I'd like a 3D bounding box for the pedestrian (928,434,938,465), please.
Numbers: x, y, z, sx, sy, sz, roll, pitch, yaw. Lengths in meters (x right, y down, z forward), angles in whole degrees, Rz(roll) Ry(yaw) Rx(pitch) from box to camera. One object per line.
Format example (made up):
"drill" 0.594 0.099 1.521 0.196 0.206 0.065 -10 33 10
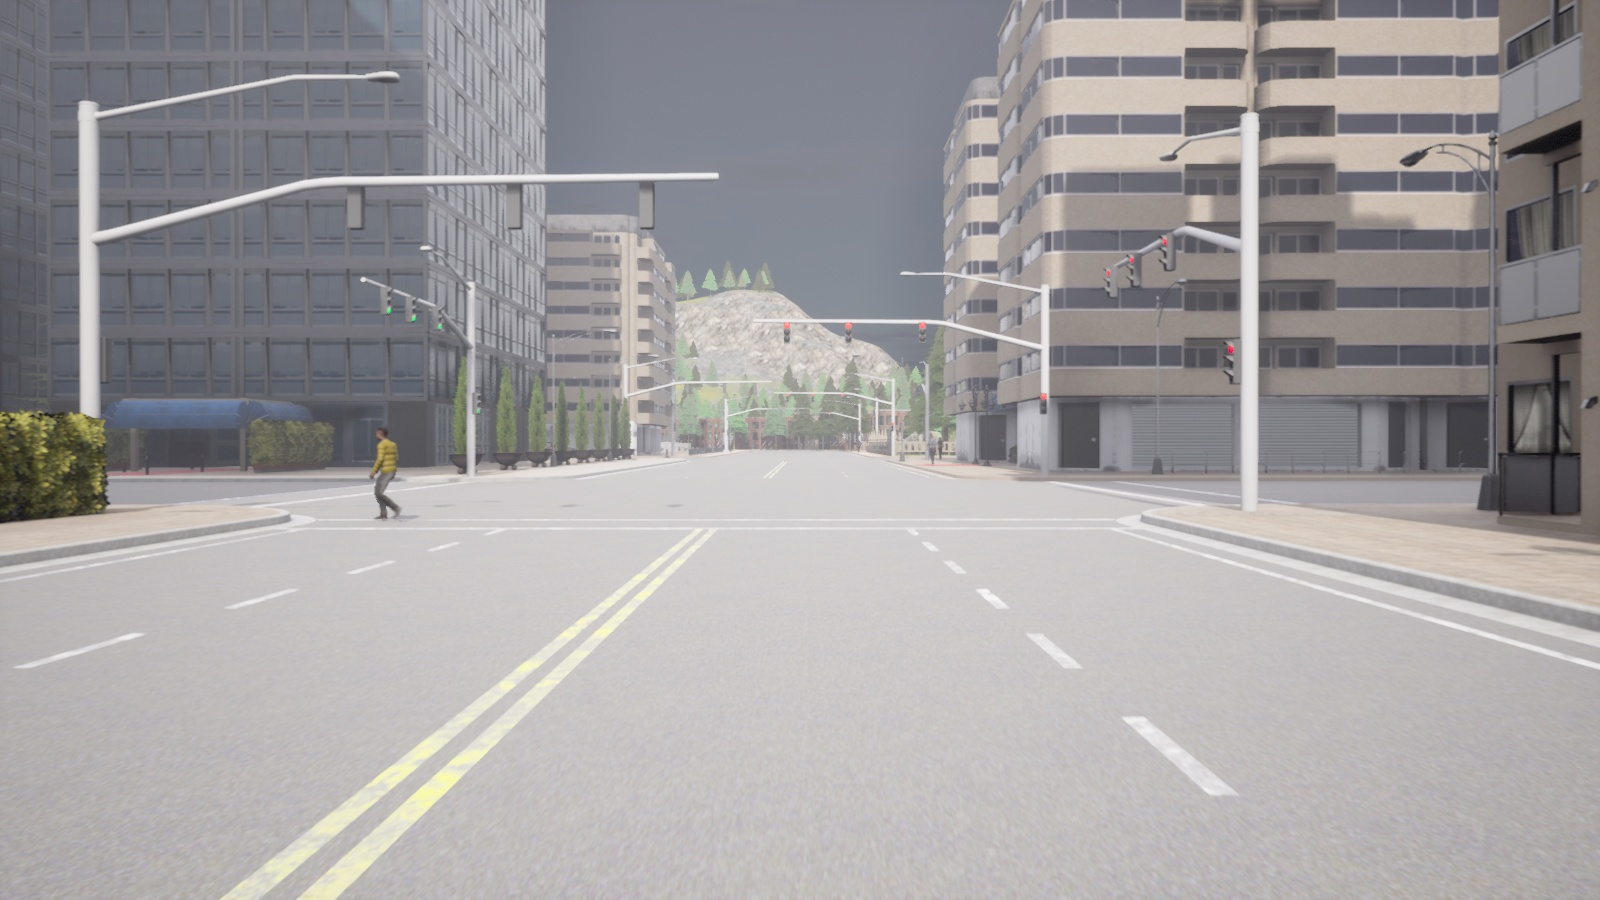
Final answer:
"pedestrian" 8.060 -0.026 76.261 0.540 1.848 0.694 0 0 1

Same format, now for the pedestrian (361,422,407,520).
"pedestrian" -7.885 0.397 23.794 0.709 1.840 0.431 0 0 7
